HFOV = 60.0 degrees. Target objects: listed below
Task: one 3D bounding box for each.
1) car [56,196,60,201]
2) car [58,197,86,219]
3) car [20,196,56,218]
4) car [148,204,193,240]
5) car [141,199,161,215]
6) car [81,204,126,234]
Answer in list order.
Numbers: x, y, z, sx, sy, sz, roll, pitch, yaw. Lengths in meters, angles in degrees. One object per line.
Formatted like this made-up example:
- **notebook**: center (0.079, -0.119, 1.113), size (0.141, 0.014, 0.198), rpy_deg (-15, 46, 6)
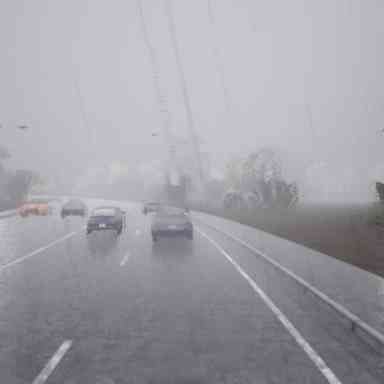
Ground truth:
- **car**: center (-28.241, 1.437, 68.633), size (1.994, 1.385, 4.181), rpy_deg (0, 0, -26)
- **car**: center (-10.558, 1.493, 30.115), size (1.882, 1.535, 5.008), rpy_deg (0, 0, -13)
- **car**: center (-14.294, 1.372, 30.733), size (2.097, 1.767, 4.553), rpy_deg (0, 0, -13)
- **car**: center (-1.104, 1.567, 17.215), size (1.994, 1.385, 4.181), rpy_deg (0, 0, -7)
- **car**: center (-4.200, 1.500, 34.507), size (2.128, 1.511, 4.902), rpy_deg (0, 0, -13)
- **car**: center (-4.865, 1.535, 19.213), size (1.812, 1.442, 4.674), rpy_deg (0, 0, -8)
